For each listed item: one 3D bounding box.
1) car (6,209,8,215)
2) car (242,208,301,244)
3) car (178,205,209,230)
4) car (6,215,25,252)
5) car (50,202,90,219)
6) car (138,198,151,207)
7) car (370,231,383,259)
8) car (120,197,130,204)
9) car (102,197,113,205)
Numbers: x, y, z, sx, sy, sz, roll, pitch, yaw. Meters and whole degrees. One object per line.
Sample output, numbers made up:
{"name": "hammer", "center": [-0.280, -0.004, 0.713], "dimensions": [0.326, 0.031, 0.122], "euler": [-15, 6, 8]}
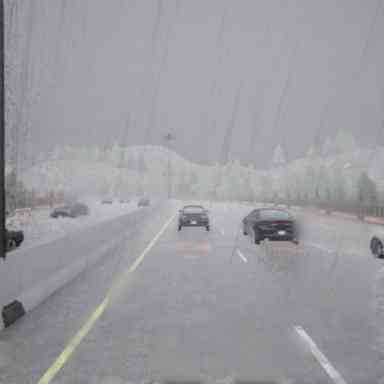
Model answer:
{"name": "car", "center": [-14.095, 1.509, 21.796], "dimensions": [2.128, 1.511, 4.902], "euler": [0, 0, 0]}
{"name": "car", "center": [3.602, 1.487, 15.818], "dimensions": [1.882, 1.535, 5.008], "euler": [0, 0, 0]}
{"name": "car", "center": [0.103, 1.541, 20.841], "dimensions": [1.812, 1.442, 4.674], "euler": [0, 0, 0]}
{"name": "car", "center": [-7.100, 1.604, 10.022], "dimensions": [1.895, 1.301, 4.718], "euler": [0, 0, 0]}
{"name": "car", "center": [-10.593, 1.580, 29.356], "dimensions": [2.033, 1.411, 5.357], "euler": [0, 0, 0]}
{"name": "car", "center": [-7.408, 1.653, 52.335], "dimensions": [2.033, 1.411, 5.357], "euler": [0, 0, -3]}
{"name": "car", "center": [7.101, 1.528, 9.635], "dimensions": [1.812, 1.442, 4.674], "euler": [0, 0, 0]}
{"name": "car", "center": [-14.061, 1.721, 69.537], "dimensions": [2.128, 1.511, 4.902], "euler": [0, 0, -15]}
{"name": "car", "center": [-16.012, 1.711, 62.971], "dimensions": [2.033, 1.411, 5.357], "euler": [0, 0, -12]}
